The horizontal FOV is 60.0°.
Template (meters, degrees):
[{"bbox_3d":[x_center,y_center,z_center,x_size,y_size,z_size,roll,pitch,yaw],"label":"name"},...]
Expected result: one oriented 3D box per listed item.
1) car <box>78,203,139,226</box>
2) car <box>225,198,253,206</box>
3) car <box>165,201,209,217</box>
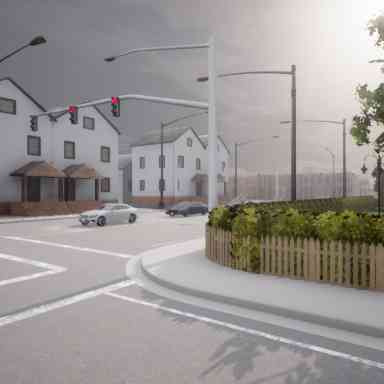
[{"bbox_3d":[-5.729,1.526,23.473,1.812,1.442,4.674,0,0,35],"label":"car"},{"bbox_3d":[5.638,1.491,39.910,2.128,1.511,4.902,0,0,35],"label":"car"},{"bbox_3d":[-0.240,1.547,31.421,2.033,1.411,5.357,0,0,35],"label":"car"}]
